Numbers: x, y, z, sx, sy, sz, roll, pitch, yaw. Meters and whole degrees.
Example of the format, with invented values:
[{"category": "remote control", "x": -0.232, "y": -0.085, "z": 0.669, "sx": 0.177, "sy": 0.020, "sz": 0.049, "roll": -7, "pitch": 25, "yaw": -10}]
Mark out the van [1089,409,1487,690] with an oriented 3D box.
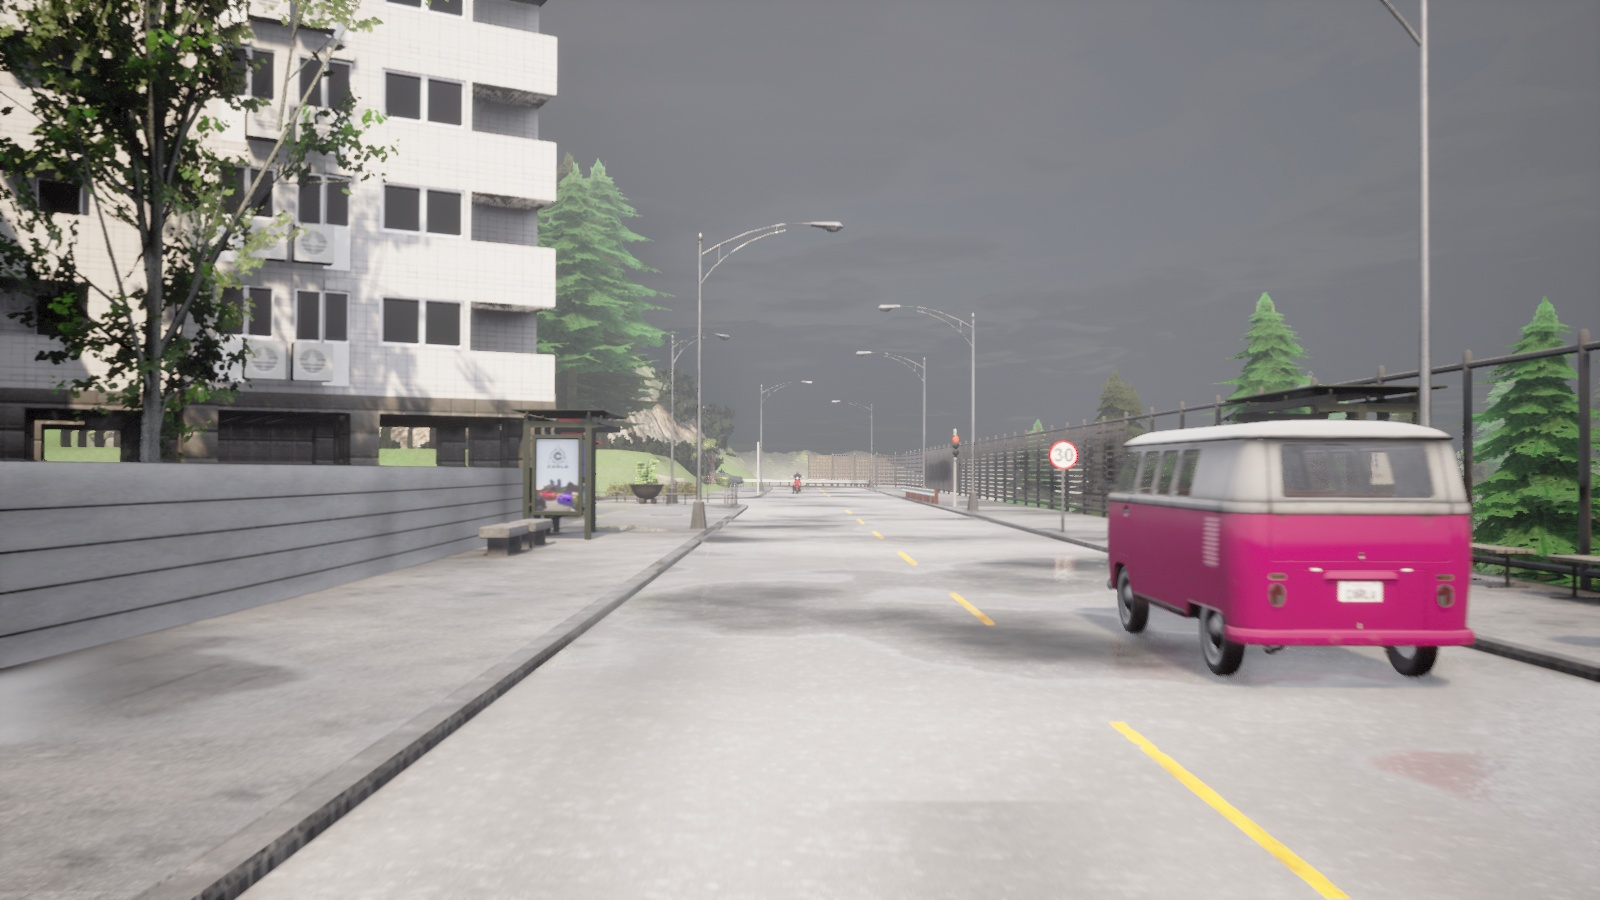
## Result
[{"category": "van", "x": 3.970, "y": 0.739, "z": 11.133, "sx": 1.775, "sy": 1.987, "sz": 4.442, "roll": 0, "pitch": -1, "yaw": 0}]
